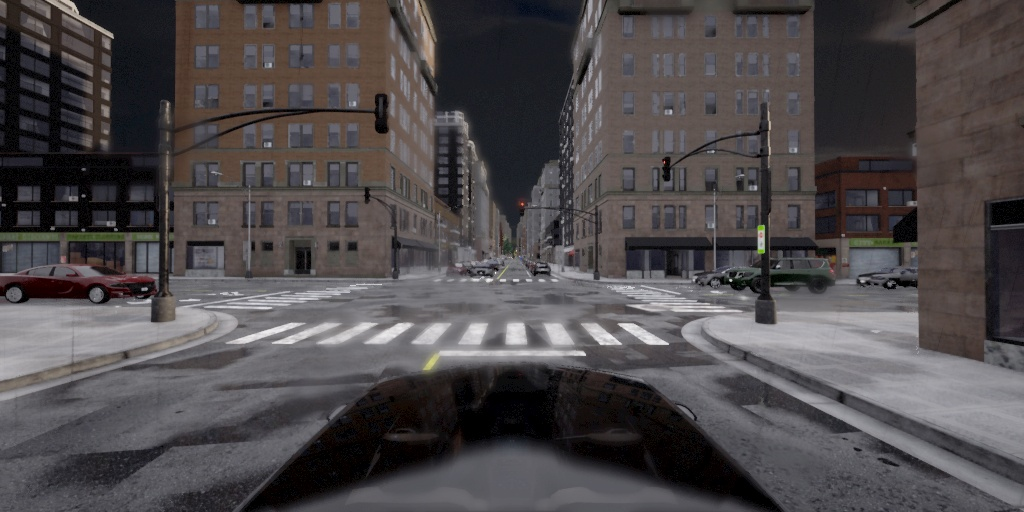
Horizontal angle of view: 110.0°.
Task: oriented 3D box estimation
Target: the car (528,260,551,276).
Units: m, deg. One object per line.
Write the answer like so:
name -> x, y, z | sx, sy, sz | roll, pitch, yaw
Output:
car -> 2.967, 1.317, 36.266 | 1.948, 1.339, 4.313 | 0, 0, 1

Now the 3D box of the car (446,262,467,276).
car -> -5.559, 1.335, 36.367 | 1.802, 1.307, 4.207 | 0, 0, 1

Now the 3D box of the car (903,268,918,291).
car -> 26.457, 1.554, 20.974 | 4.718, 1.301, 1.895 | 0, -1, 0

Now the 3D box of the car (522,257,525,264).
car -> 3.306, 1.314, 63.918 | 1.948, 1.339, 4.313 | 0, 0, 1

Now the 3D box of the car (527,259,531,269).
car -> 3.035, 1.296, 41.796 | 1.888, 1.381, 4.507 | 0, 0, 1

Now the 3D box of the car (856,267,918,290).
car -> 26.189, 1.474, 24.223 | 4.902, 1.511, 2.128 | 0, -1, 0

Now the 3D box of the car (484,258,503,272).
car -> -2.650, 1.300, 47.658 | 2.033, 1.411, 5.357 | 0, 0, 1

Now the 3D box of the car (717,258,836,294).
car -> 15.615, 1.104, 21.045 | 5.566, 2.045, 2.150 | 0, -1, 0

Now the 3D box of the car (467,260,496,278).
car -> -2.733, 1.317, 33.209 | 1.994, 1.385, 4.181 | 0, 0, -1

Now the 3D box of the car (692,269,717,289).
car -> 14.826, 1.401, 24.292 | 4.902, 1.511, 2.128 | 0, -1, 2

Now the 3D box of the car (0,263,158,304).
car -> -17.440, 1.062, 14.552 | 5.008, 1.535, 1.882 | 0, -1, -1

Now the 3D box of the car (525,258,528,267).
car -> 3.102, 1.301, 47.327 | 2.007, 1.370, 4.403 | 0, 0, 1
